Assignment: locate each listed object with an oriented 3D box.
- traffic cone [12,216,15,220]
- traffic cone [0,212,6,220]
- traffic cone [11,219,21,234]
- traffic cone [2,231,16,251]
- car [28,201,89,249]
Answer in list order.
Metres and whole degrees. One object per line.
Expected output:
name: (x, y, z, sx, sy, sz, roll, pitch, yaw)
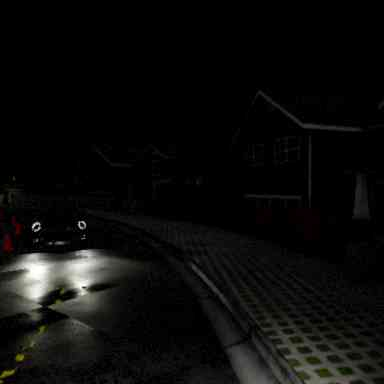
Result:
traffic cone: (-11.142, 1.774, 20.776, 0.340, 0.580, 0.340, 0, 1, -34)
traffic cone: (-13.971, 1.737, 24.544, 0.340, 0.580, 0.340, 0, 1, -40)
traffic cone: (-8.765, 1.814, 16.708, 0.340, 0.580, 0.340, 0, 1, -27)
traffic cone: (-6.873, 1.856, 12.394, 0.340, 0.580, 0.340, 0, 1, -20)
car: (-5.638, 1.237, 14.052, 2.097, 1.767, 4.553, 0, 1, -23)
